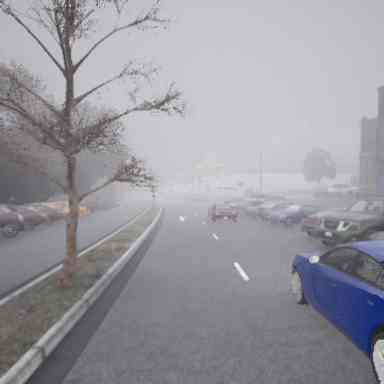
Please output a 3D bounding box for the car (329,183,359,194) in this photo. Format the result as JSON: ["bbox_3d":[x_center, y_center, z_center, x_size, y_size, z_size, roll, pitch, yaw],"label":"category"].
[{"bbox_3d":[24.089,-0.410,52.644,2.435,2.045,5.566,-7,4,-29],"label":"car"}]

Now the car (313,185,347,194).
[{"bbox_3d":[21.133,0.169,52.184,2.002,1.452,4.674,-7,4,-29],"label":"car"}]

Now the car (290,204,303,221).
[{"bbox_3d":[7.467,1.507,16.200,4.674,1.452,2.002,1,0,-22],"label":"car"}]

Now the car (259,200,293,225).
[{"bbox_3d":[7.232,1.504,22.232,4.674,1.452,2.002,1,0,-23],"label":"car"}]

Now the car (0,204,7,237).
[{"bbox_3d":[-10.904,1.507,13.665,5.366,1.575,1.946,-1,0,-22],"label":"car"}]

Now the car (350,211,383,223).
[{"bbox_3d":[7.647,1.472,10.154,5.008,1.535,2.097,1,0,-22],"label":"car"}]

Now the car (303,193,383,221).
[{"bbox_3d":[7.544,1.218,13.161,5.566,2.045,2.435,1,0,-22],"label":"car"}]

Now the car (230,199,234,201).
[{"bbox_3d":[6.562,1.331,34.308,4.553,1.767,2.185,1,0,-24],"label":"car"}]

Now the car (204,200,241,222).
[{"bbox_3d":[2.316,1.588,26.455,1.895,1.301,4.718,0,0,-3],"label":"car"}]

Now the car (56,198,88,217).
[{"bbox_3d":[-11.092,1.502,25.646,5.366,1.575,1.946,-1,0,-23],"label":"car"}]

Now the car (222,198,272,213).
[{"bbox_3d":[6.143,1.449,37.231,5.366,1.575,1.946,1,0,-25],"label":"car"}]

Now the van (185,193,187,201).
[{"bbox_3d":[1.304,1.409,80.829,4.442,1.987,1.878,0,0,-29],"label":"van"}]

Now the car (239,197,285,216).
[{"bbox_3d":[6.924,1.461,28.267,4.892,1.521,2.231,1,0,-24],"label":"car"}]

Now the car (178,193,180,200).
[{"bbox_3d":[-0.449,1.611,92.844,5.366,1.575,1.946,0,0,-30],"label":"car"}]

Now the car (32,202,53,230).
[{"bbox_3d":[-10.956,1.548,19.654,4.674,1.452,2.002,-1,0,-22],"label":"car"}]

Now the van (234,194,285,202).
[{"bbox_3d":[6.631,1.231,31.233,4.442,1.987,1.878,1,0,-24],"label":"van"}]

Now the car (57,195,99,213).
[{"bbox_3d":[-11.597,1.382,31.492,4.553,1.767,2.185,-1,0,-24],"label":"car"}]

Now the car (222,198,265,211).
[{"bbox_3d":[6.259,1.488,40.290,4.792,1.488,2.163,1,0,-25],"label":"car"}]

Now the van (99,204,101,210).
[{"bbox_3d":[-11.736,1.280,34.483,4.442,1.987,1.878,-1,0,-24],"label":"van"}]

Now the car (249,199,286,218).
[{"bbox_3d":[7.077,1.501,25.253,4.674,1.452,2.002,1,0,-23],"label":"car"}]

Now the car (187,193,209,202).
[{"bbox_3d":[1.846,1.515,77.901,4.553,1.767,2.185,0,0,-29],"label":"car"}]

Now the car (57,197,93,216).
[{"bbox_3d":[-11.605,1.507,28.451,5.366,1.575,1.946,-1,0,-23],"label":"car"}]

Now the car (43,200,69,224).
[{"bbox_3d":[-11.099,1.548,22.612,4.674,1.452,2.002,-1,0,-23],"label":"car"}]

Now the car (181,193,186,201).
[{"bbox_3d":[0.891,1.378,83.839,5.566,2.045,2.435,1,0,-30],"label":"car"}]

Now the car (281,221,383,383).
[{"bbox_3d":[3.035,1.474,5.046,1.882,1.535,5.008,0,0,-1],"label":"car"}]

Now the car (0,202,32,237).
[{"bbox_3d":[-10.810,1.381,16.705,4.553,1.767,2.185,-1,0,-22],"label":"car"}]
